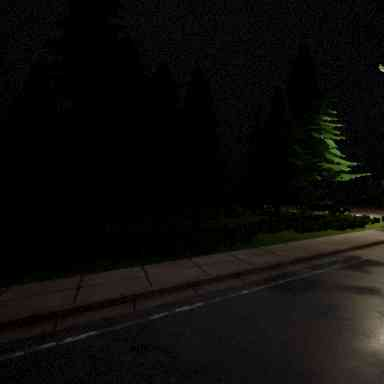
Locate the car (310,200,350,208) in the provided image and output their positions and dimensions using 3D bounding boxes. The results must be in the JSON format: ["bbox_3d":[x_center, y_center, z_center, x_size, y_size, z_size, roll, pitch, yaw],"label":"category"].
[{"bbox_3d":[13.675,1.570,34.862,2.033,1.411,5.357,0,0,-38],"label":"car"}]
